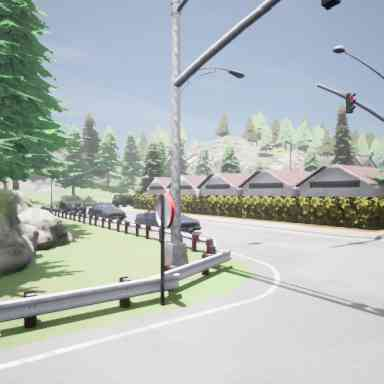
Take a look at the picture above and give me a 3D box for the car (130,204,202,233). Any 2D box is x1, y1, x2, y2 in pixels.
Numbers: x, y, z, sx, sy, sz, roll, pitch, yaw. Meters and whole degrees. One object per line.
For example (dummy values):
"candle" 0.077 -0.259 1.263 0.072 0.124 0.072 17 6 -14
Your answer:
"car" -1.690 1.750 20.959 2.033 1.411 5.357 0 0 -38

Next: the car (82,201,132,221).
"car" -7.624 1.750 29.424 2.033 1.411 5.357 0 0 -35

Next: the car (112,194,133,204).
"car" -10.407 1.421 54.102 2.150 2.045 5.566 0 0 37

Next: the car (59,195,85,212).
"car" -13.792 1.419 38.257 2.150 2.045 5.566 0 0 -33
